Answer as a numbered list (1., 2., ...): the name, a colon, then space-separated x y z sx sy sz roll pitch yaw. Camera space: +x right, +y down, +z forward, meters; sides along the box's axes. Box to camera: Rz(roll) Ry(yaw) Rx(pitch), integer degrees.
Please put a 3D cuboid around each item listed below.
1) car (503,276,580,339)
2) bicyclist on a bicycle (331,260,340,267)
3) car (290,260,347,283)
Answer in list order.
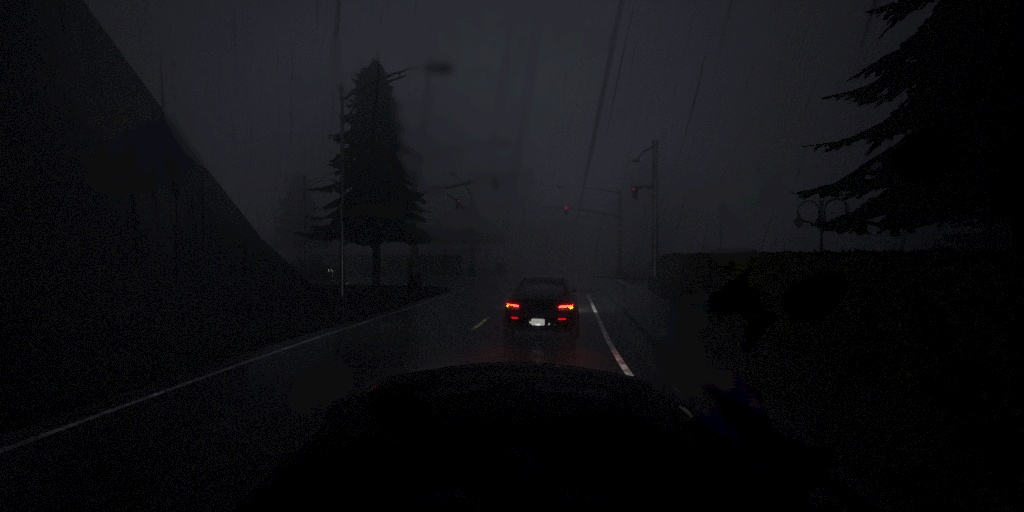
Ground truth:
1. car: 0.921 1.276 10.097 1.812 1.442 4.674 0 0 9
2. bicyclist on a bicycle: -17.361 1.203 35.377 0.582 1.620 1.656 0 0 8
3. car: -15.341 1.102 27.955 4.553 1.767 2.097 0 0 9
